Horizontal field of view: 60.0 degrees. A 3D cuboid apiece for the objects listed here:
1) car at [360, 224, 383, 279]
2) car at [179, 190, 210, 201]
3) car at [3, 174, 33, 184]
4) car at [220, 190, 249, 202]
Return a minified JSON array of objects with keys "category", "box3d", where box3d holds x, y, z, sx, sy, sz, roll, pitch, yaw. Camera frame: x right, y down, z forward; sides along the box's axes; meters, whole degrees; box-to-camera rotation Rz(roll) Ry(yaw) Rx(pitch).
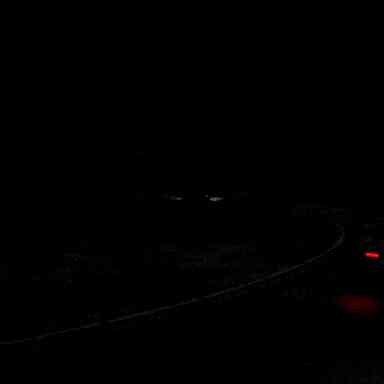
[{"category":"car","box3d":[5.854,1.365,8.739,2.033,1.411,5.357,0,1,38]},{"category":"car","box3d":[0.326,0.390,44.085,4.181,1.385,1.994,4,3,37]},{"category":"car","box3d":[-35.471,-2.348,68.876,2.231,1.521,4.892,6,5,32]},{"category":"car","box3d":[5.835,0.496,43.750,1.812,1.442,4.674,-1,4,-44]}]
